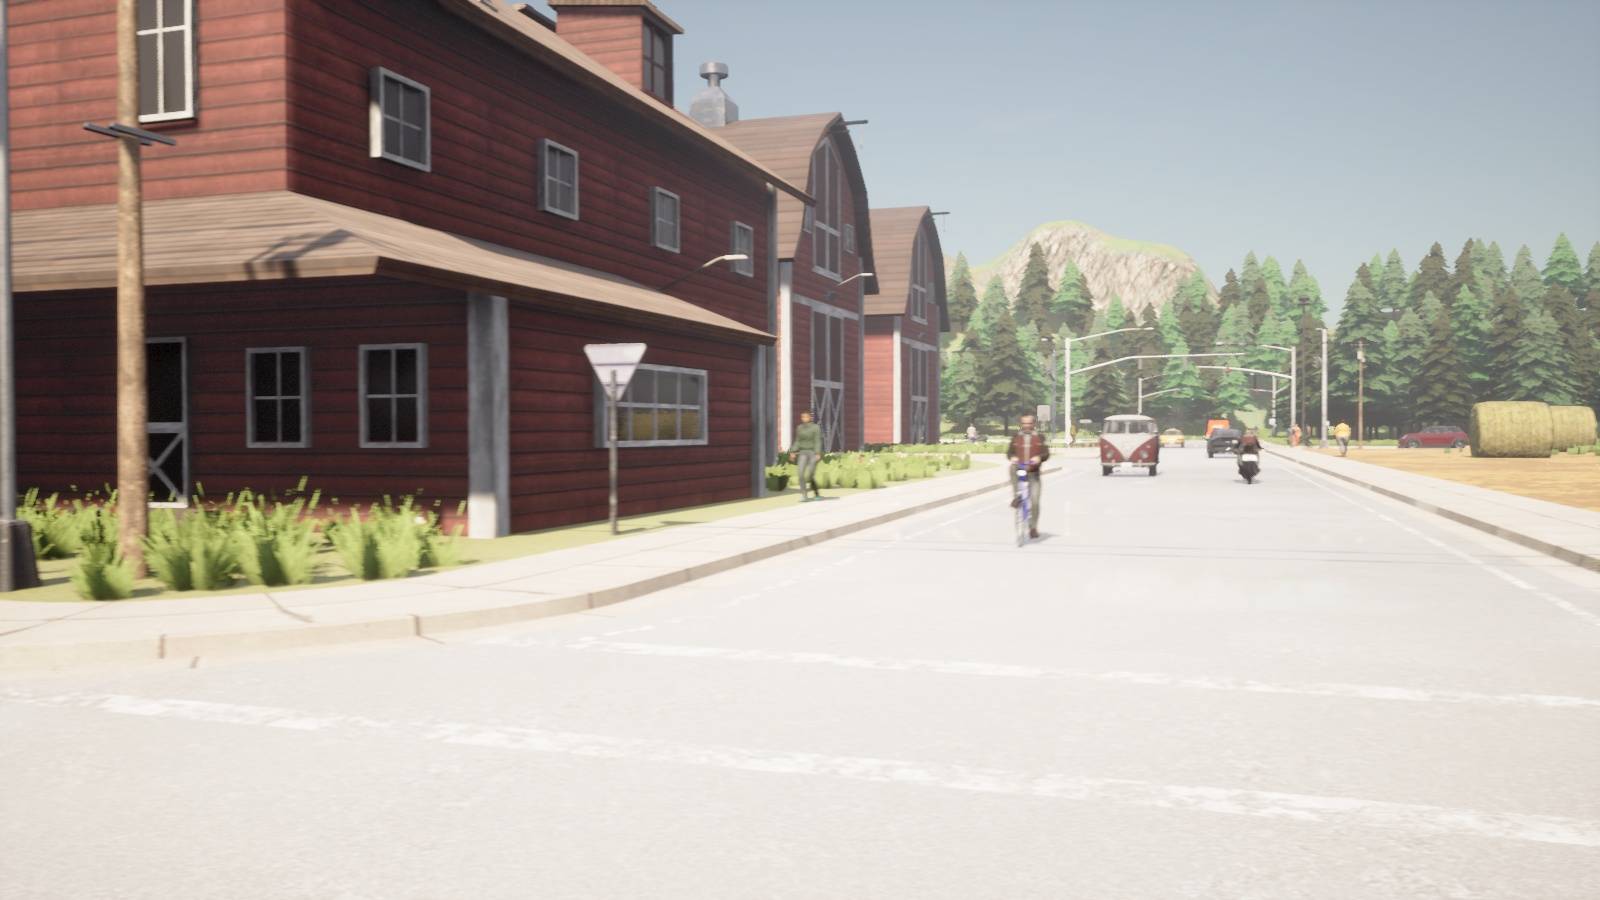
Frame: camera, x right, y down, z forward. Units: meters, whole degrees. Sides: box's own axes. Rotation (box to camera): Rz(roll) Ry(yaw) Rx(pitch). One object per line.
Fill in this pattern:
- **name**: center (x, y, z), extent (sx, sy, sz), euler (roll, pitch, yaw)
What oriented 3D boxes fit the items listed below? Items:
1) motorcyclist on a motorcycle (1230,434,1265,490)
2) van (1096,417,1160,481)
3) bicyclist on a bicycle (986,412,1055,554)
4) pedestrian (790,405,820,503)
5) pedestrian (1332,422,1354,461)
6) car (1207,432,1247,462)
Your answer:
- **motorcyclist on a motorcycle**: center (12.680, 0.310, 35.628), extent (0.866, 1.530, 2.191), euler (1, 1, 18)
- **van**: center (10.853, -0.072, 41.390), extent (1.775, 1.987, 4.442), euler (1, 1, 18)
- **bicyclist on a bicycle**: center (2.966, 0.411, 16.769), extent (0.659, 1.776, 1.843), euler (1, 0, 18)
- **pedestrian**: center (0.105, 0.075, 24.087), extent (0.353, 1.847, 0.614), euler (1, 1, 23)
- **pedestrian**: center (25.934, -0.406, 59.993), extent (0.874, 1.855, 0.900), euler (1, 1, 30)
- **car**: center (22.368, -0.170, 65.873), extent (1.837, 1.490, 4.892), euler (1, 1, 17)
